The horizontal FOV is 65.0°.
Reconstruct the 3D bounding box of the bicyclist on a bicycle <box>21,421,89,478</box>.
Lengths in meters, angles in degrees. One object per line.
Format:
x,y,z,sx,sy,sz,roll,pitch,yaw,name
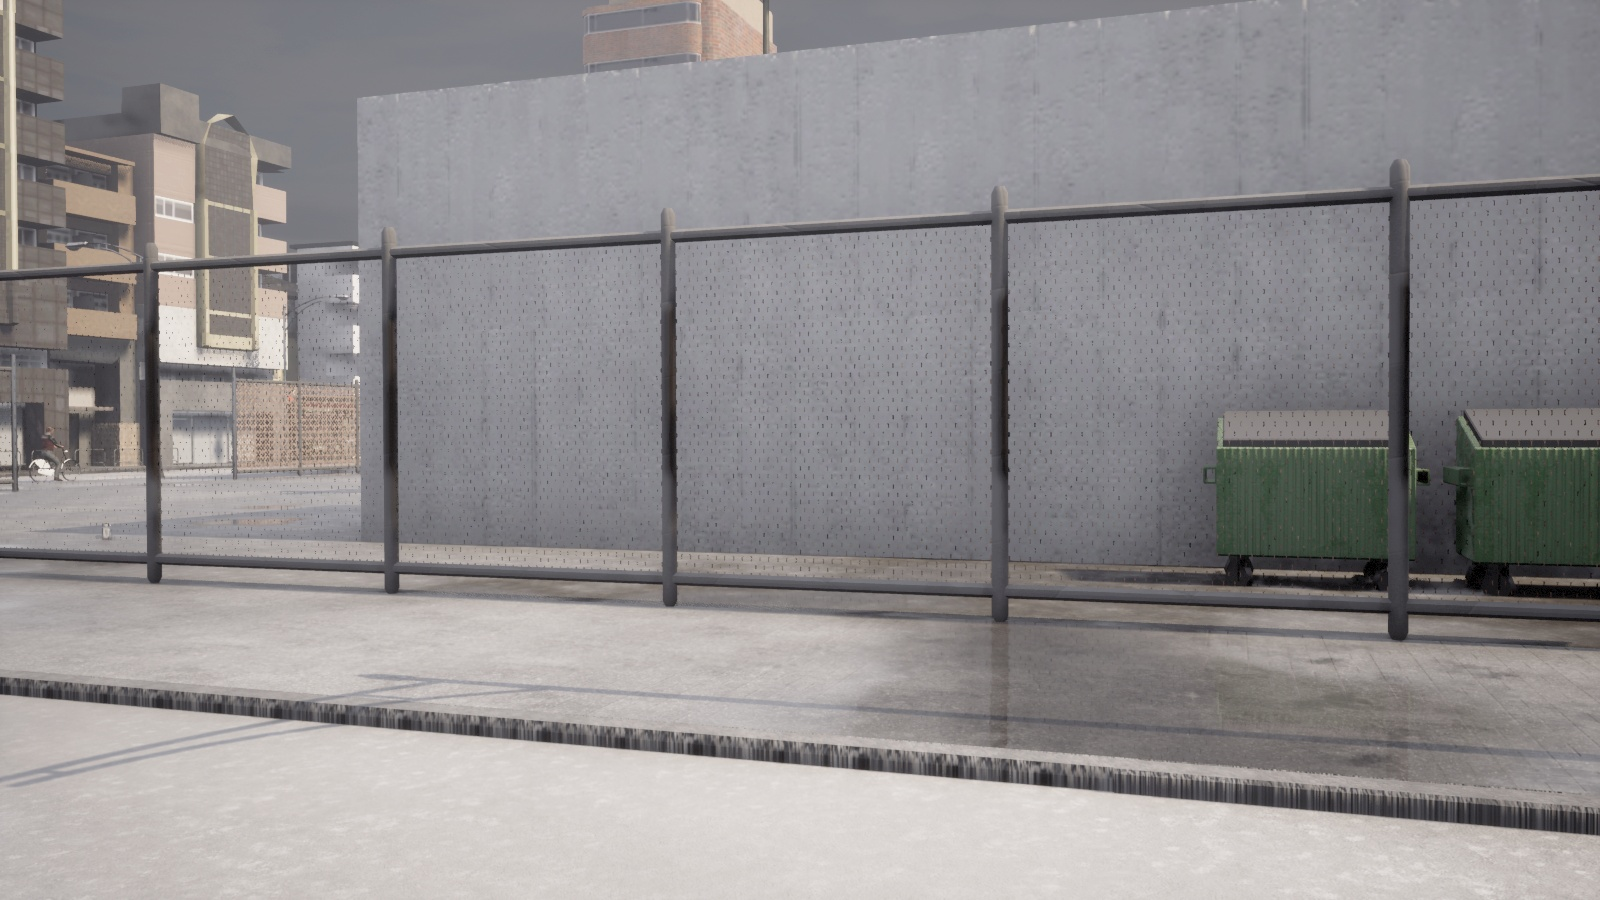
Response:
-23.671,-0.031,39.939,0.659,1.776,1.843,1,1,19,bicyclist on a bicycle
